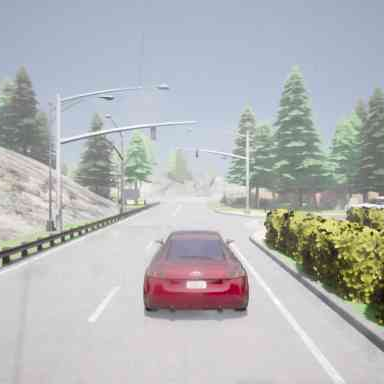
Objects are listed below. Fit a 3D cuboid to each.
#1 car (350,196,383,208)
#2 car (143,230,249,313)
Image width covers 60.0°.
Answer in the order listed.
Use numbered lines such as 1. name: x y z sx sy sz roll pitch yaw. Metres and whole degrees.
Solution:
1. car: 16.090 1.384 27.836 5.566 2.045 2.150 0 0 0
2. car: 0.070 1.564 7.731 1.994 1.385 4.181 0 0 0
